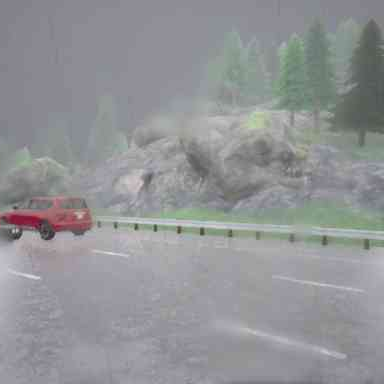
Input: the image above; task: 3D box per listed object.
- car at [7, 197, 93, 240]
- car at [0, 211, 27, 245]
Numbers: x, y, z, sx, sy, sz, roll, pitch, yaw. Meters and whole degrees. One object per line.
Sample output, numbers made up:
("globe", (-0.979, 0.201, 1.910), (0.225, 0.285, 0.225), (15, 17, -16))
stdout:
("car", (-7.595, 1.258, 17.130), (5.566, 2.045, 2.150), (0, 0, 31))
("car", (-9.407, 1.616, 14.136), (4.718, 1.301, 1.895), (0, 0, 31))
